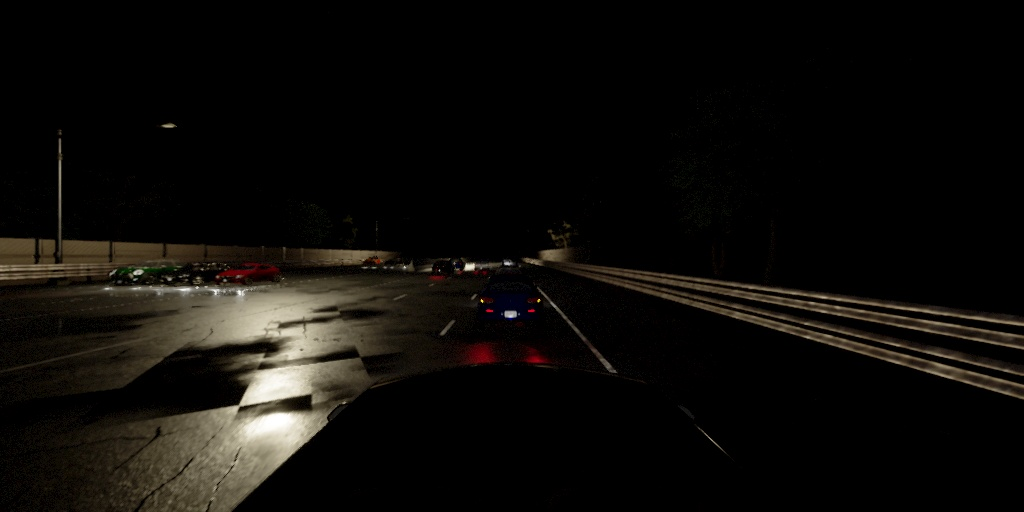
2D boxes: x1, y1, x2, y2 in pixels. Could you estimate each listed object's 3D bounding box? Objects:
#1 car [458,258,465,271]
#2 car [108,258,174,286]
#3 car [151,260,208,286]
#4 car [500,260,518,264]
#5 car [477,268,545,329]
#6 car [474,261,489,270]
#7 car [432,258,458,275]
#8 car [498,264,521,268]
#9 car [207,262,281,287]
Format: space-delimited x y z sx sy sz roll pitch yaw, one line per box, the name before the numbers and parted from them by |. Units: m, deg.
car | -7.612 1.054 49.130 2.097 1.767 4.553 0 0 -1
car | -24.721 1.043 24.785 2.097 1.767 4.553 0 0 -1
car | -21.214 1.201 24.571 1.837 1.490 4.892 0 0 -1
car | -0.212 1.212 31.426 2.128 1.511 4.902 0 0 -1
car | -0.047 1.261 11.112 1.812 1.442 4.674 0 0 0
car | -4.128 1.308 49.831 1.895 1.301 4.718 0 0 -1
car | -7.362 1.213 38.556 1.837 1.490 4.892 0 0 -1
car | -0.152 1.327 21.658 1.895 1.301 4.718 0 0 -1
car | -17.695 1.227 24.356 1.812 1.442 4.674 0 0 -2
